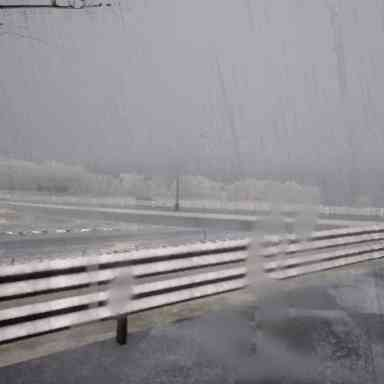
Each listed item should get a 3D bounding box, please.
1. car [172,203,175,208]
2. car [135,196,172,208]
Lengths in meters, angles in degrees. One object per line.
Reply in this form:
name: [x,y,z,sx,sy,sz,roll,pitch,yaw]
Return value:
car: [-4.874,2.003,56.325,5.008,1.535,1.882,1,-2,31]
car: [-6.621,1.672,53.304,5.566,2.045,2.150,1,-2,31]
